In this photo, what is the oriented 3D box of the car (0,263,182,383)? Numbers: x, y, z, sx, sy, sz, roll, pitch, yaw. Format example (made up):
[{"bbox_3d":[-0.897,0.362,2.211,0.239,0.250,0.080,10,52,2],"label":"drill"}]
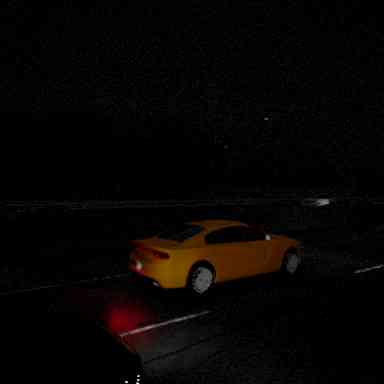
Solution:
[{"bbox_3d":[-2.627,1.507,1.996,4.892,1.490,1.837,0,0,-35],"label":"car"}]

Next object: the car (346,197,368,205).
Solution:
[{"bbox_3d":[23.361,1.549,46.368,4.892,1.490,1.837,0,0,-35],"label":"car"}]

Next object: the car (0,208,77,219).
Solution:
[{"bbox_3d":[-8.123,1.601,15.392,4.718,1.301,1.895,0,0,-35],"label":"car"}]

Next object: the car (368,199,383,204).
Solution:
[{"bbox_3d":[25.536,1.646,43.620,4.718,1.301,1.895,0,0,-35],"label":"car"}]

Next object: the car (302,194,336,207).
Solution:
[{"bbox_3d":[17.957,1.265,46.829,5.566,2.045,2.150,0,0,-35],"label":"car"}]

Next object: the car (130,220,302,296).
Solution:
[{"bbox_3d":[0.845,1.478,8.770,5.008,1.535,1.882,0,0,-35],"label":"car"}]

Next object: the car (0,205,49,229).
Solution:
[{"bbox_3d":[-11.892,1.602,21.301,4.718,1.301,1.895,0,0,-35],"label":"car"}]

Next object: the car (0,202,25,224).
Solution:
[{"bbox_3d":[-14.635,1.527,23.643,4.674,1.442,1.812,0,0,-35],"label":"car"}]

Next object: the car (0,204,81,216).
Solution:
[{"bbox_3d":[-8.847,1.492,19.171,4.902,1.511,2.128,0,0,-35],"label":"car"}]
